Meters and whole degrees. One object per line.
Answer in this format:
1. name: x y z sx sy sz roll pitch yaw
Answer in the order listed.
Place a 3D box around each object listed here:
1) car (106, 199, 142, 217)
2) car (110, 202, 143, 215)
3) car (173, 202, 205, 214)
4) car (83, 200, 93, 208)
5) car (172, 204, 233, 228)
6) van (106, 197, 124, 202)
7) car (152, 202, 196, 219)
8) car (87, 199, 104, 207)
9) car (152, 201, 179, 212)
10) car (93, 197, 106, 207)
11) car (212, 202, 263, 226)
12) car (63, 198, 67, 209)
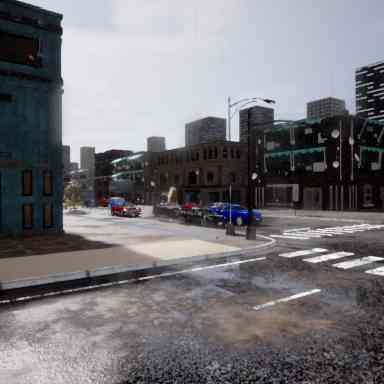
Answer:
1. car: -7.262 1.846 35.941 1.967 1.590 4.097 -1 0 -35
2. car: -8.319 1.989 41.929 2.033 1.411 5.357 -1 0 -35
3. car: -0.430 1.904 40.799 1.802 1.307 4.206 -2 0 -35
4. car: -19.522 2.194 63.217 1.812 1.442 4.674 -1 0 -35
5. car: 0.682 1.814 24.561 1.947 1.339 4.313 -2 0 -35
6. van: -13.263 1.907 58.844 1.690 1.788 3.998 -1 0 -35
7. car: -2.189 1.814 33.295 2.128 1.511 4.902 -1 0 -35
8. car: -19.672 2.228 67.867 1.887 1.381 4.507 -1 0 -35
9. car: -3.636 1.966 45.310 1.802 1.307 4.206 -2 0 -35
10. car: -16.470 1.940 63.355 2.192 1.841 5.009 -1 0 -35
11. car: 3.209 1.692 25.697 1.882 1.535 5.008 -1 0 -36
12. car: -23.196 2.233 58.360 1.752 1.417 4.829 -1 0 -35
